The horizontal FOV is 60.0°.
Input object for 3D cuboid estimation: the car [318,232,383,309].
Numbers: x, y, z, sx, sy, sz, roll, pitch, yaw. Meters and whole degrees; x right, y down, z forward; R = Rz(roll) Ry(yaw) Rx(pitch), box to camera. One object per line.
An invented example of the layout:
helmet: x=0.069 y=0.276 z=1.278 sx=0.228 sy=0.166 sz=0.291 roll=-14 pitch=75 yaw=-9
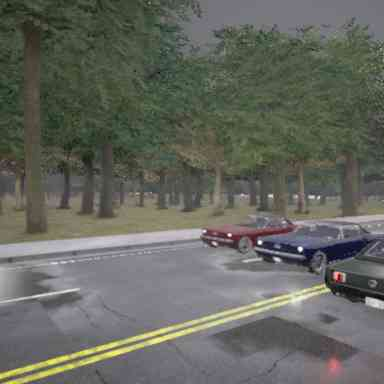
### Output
car: x=4.916 y=1.600 z=6.944 sx=4.718 sy=1.301 sz=1.895 roll=0 pitch=0 yaw=-35

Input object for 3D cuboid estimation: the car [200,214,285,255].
car: x=2.651 y=1.601 z=13.557 sx=4.718 sy=1.301 sz=1.895 roll=0 pitch=0 yaw=-35

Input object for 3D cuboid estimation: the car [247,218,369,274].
car: x=4.211 y=1.601 z=10.678 sx=4.718 sy=1.301 sz=1.895 roll=0 pitch=0 yaw=-35
